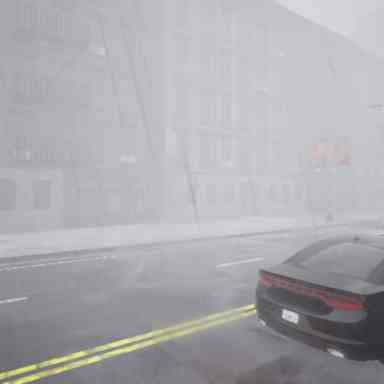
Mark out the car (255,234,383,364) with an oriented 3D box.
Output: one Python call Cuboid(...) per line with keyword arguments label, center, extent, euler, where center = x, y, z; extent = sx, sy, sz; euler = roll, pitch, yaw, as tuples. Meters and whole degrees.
Cuboid(label="car", center=(3.315, 1.483, 5.806), extent=(5.008, 1.535, 1.882), euler=(0, 0, -35))
